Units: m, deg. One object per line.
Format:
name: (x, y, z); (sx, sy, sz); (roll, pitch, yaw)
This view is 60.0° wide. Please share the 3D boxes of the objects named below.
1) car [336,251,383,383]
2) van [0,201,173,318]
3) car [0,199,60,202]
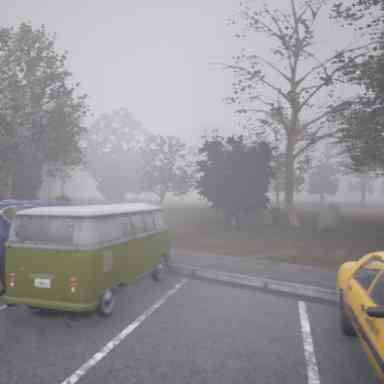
car: (2.904, 1.480, 3.802); (1.946, 1.575, 5.366); (1, -1, 15)
van: (-1.857, 1.252, 7.533); (1.878, 1.987, 4.442); (0, -1, 16)
car: (-4.283, 1.220, 9.170); (2.435, 2.045, 5.566); (0, -1, 15)
